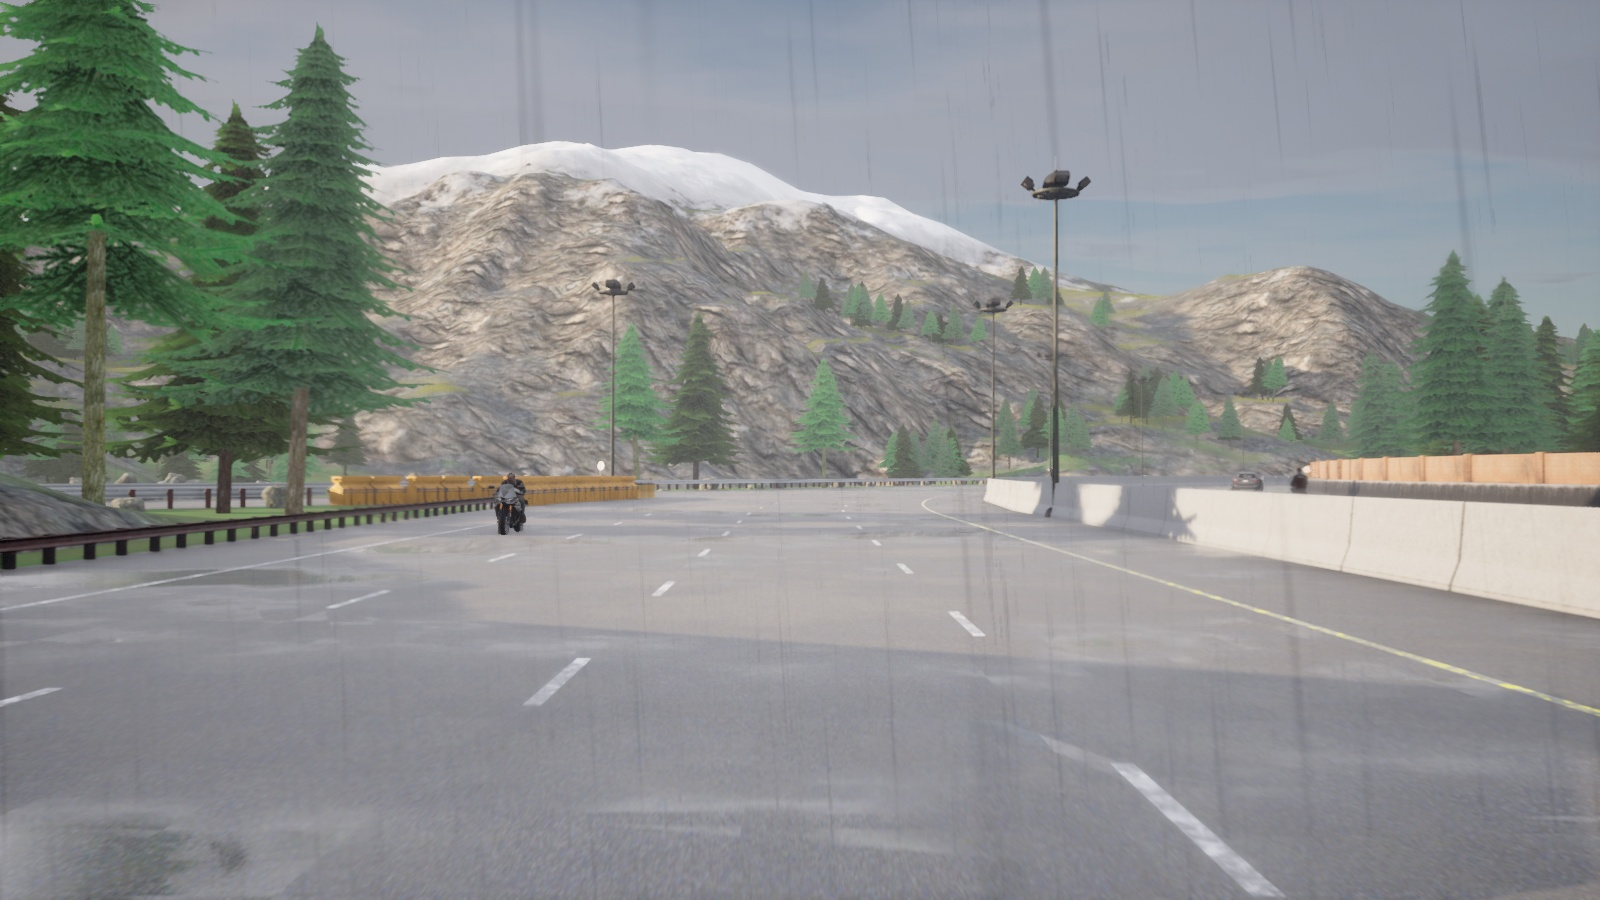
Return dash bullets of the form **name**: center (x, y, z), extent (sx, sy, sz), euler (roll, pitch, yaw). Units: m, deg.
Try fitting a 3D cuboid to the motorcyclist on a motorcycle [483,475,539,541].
- **motorcyclist on a motorcycle**: center (-7.075, 1.394, 30.841), extent (0.866, 1.530, 2.191), euler (0, -1, 0)
